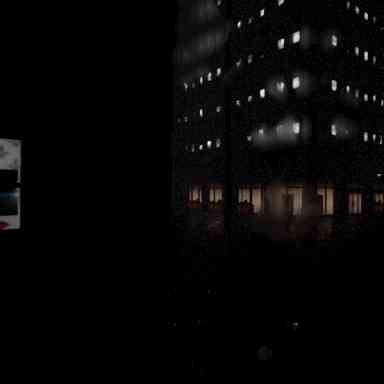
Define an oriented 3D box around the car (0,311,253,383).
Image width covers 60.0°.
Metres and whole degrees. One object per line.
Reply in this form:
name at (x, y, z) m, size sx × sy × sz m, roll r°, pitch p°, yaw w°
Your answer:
car at (-1.837, 1.597, 1.762) m, size 4.718 × 1.301 × 1.895 m, roll 0°, pitch 0°, yaw -36°
